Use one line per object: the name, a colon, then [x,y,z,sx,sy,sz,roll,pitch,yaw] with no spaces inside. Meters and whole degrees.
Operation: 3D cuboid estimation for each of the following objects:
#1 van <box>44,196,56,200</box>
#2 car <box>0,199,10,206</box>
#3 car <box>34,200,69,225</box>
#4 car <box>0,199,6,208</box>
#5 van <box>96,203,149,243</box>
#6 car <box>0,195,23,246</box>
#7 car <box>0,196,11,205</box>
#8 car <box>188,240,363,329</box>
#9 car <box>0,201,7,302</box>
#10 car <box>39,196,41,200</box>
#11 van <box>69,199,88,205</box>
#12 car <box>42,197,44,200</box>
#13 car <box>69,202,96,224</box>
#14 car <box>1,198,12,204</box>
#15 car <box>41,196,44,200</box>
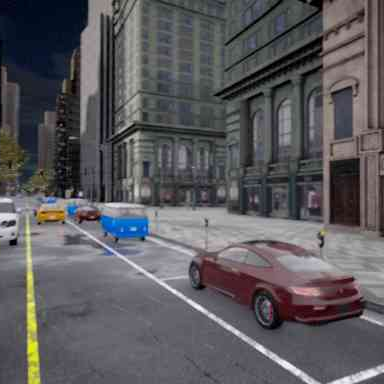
van: [-27.778,1.846,65.721,1.690,1.788,3.998,1,-1,-26]
car: [-37.720,2.018,66.568,1.887,1.381,4.507,1,-1,-26]
car: [-10.995,1.668,25.887,1.882,1.535,5.008,1,-1,-26]
car: [-32.944,1.922,56.937,1.752,1.417,4.829,1,-1,-26]
van: [-3.500,1.481,16.862,1.690,1.788,3.998,1,-1,-26]
car: [-9.340,1.324,15.640,2.150,2.045,5.566,1,-1,-26]
car: [-40.071,1.827,71.307,2.192,1.841,5.009,1,-1,-26]
car: [1.412,1.653,6.962,1.802,1.307,4.206,1,-1,-26]
car: [-3.723,1.244,4.099,2.150,2.045,5.566,1,-1,-26]
car: [-37.411,2.215,85.110,2.008,1.369,4.403,1,-1,-26]
van: [-10.870,1.586,31.708,1.690,1.788,3.998,1,-1,-26]
car: [-30.188,2.110,70.566,1.947,1.339,4.313,1,-1,-26]
car: [-8.415,1.754,26.757,1.887,1.381,4.507,1,-1,-26]
car: [-42.425,2.102,76.041,2.008,1.369,4.403,1,-1,-26]
car: [-32.595,2.128,75.414,1.887,1.381,4.507,1,-1,-26]
